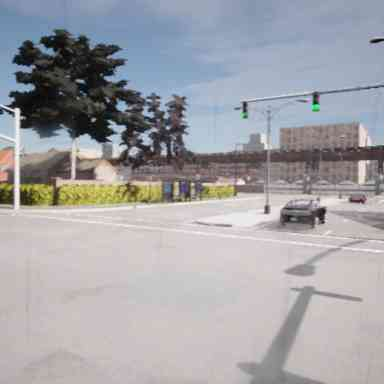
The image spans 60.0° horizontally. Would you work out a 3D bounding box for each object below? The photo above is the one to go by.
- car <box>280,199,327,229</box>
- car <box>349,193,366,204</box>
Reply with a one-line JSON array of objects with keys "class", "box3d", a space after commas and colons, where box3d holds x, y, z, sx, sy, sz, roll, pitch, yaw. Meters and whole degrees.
[{"class": "car", "box3d": [6.479, 1.166, 19.071, 2.128, 1.511, 4.902, 2, 1, 31]}, {"class": "car", "box3d": [23.619, 0.873, 47.419, 1.994, 1.385, 4.181, 2, 1, 31]}]
